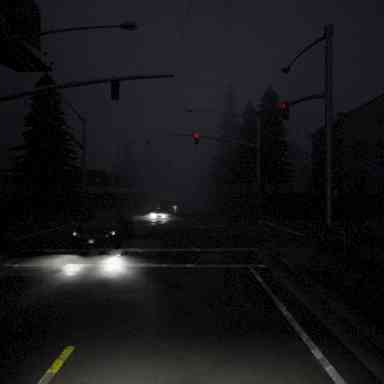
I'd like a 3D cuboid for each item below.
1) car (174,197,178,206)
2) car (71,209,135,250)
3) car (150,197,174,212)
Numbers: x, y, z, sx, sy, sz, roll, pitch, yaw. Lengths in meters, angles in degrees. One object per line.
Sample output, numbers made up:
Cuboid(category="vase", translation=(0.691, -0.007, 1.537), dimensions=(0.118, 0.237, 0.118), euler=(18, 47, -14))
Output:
Cuboid(category="car", translation=(-3.553, 1.523, 56.768), dimensions=(1.812, 1.442, 4.674), euler=(0, 0, 0))
Cuboid(category="car", translation=(-3.629, 1.478, 14.284), dimensions=(1.812, 1.442, 4.674), euler=(-1, 1, 0))
Cuboid(category="car", translation=(-3.618, 1.489, 38.108), dimensions=(2.128, 1.511, 4.902), euler=(0, 0, 0))
